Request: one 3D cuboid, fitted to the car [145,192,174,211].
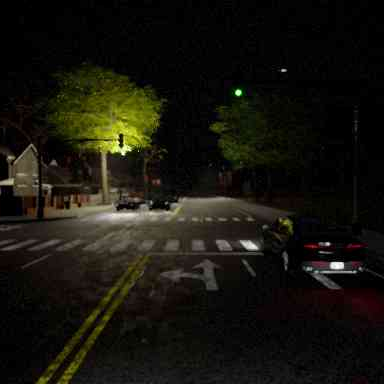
[{"bbox_3d":[-3.329,1.071,35.253,2.097,1.767,4.553,0,0,0],"label":"car"}]

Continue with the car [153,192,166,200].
[{"bbox_3d":[-6.478,0.808,67.331,2.128,1.511,4.902,0,0,0],"label":"car"}]

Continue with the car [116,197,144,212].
[{"bbox_3d":[-6.581,1.324,34.734,1.895,1.301,4.718,0,0,0],"label":"car"}]

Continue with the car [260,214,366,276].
[{"bbox_3d":[3.349,1.424,10.064,1.837,1.490,4.892,0,0,0],"label":"car"}]

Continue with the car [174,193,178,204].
[{"bbox_3d":[-3.283,0.937,52.848,2.097,1.767,4.553,0,0,1],"label":"car"}]
